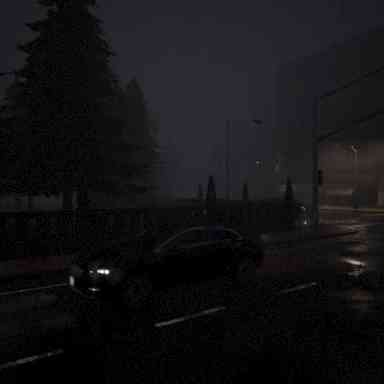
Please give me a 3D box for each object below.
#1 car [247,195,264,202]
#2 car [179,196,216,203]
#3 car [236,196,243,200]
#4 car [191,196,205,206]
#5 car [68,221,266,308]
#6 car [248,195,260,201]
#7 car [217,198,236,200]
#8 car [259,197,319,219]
[{"bbox_3d":[14.868,1.469,77.593,1.812,1.442,4.674,0,0,40],"label":"car"},{"bbox_3d":[0.606,1.492,40.306,2.033,1.411,5.357,0,0,-22],"label":"car"},{"bbox_3d":[10.077,1.492,68.480,2.033,1.411,5.357,0,0,20],"label":"car"},{"bbox_3d":[0.940,1.436,55.685,2.128,1.511,4.902,0,0,-1],"label":"car"},{"bbox_3d":[-0.363,1.491,7.989,4.902,1.511,2.128,0,0,-35],"label":"car"},{"bbox_3d":[8.113,1.422,33.953,1.882,1.535,5.008,0,0,-32],"label":"car"},{"bbox_3d":[3.216,1.492,43.083,2.033,1.411,5.357,0,0,-20],"label":"car"},{"bbox_3d":[8.150,1.297,27.497,2.097,1.767,4.553,0,0,-33],"label":"car"}]
